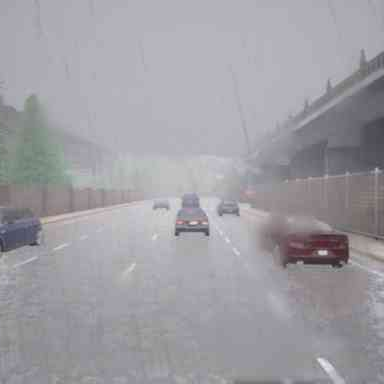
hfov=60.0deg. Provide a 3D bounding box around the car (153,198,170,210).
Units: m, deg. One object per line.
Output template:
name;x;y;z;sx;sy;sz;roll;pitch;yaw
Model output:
car;-3.817;1.521;42.205;1.812;1.442;4.674;0;0;0

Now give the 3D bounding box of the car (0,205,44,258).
car;-7.155;1.317;11.805;2.097;1.767;4.553;0;0;0

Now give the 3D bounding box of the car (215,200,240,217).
car;3.375;1.522;31.969;2.128;1.511;4.902;0;0;0

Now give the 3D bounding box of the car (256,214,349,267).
car;3.544;1.502;11.524;1.882;1.535;5.008;0;0;0

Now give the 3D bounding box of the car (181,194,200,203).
car;-0.188;1.235;39.983;2.150;2.045;5.566;0;0;0

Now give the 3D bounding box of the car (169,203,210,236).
car;-0.020;1.554;18.538;2.033;1.411;5.357;0;0;-1
